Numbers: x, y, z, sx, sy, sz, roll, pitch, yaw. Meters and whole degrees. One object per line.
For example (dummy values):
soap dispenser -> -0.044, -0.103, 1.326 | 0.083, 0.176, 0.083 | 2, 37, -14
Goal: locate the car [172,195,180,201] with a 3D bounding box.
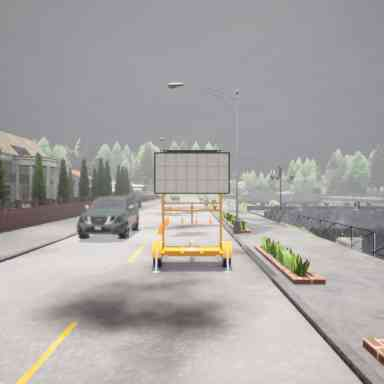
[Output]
car -> -3.983, 1.547, 82.713 | 2.033, 1.411, 5.357 | 0, 0, 0

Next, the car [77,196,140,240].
car -> -4.097, 1.221, 17.251 | 2.150, 2.045, 5.566 | 0, 0, 0

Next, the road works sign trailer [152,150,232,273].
road works sign trailer -> 0.003, 0.464, 10.659 | 2.380, 3.560, 2.880 | 0, 0, 0
